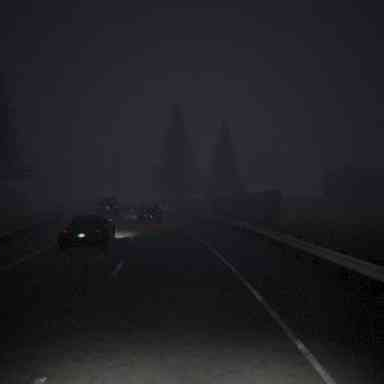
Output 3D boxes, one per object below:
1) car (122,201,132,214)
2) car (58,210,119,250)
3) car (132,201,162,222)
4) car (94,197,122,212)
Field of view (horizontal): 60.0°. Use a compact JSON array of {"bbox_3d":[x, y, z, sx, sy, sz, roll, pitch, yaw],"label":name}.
[{"bbox_3d":[-8.014,1.899,42.370,1.882,1.535,5.008,0,0,-20],"label":"car"},{"bbox_3d":[-4.659,1.717,15.147,1.994,1.385,4.181,0,-1,-8],"label":"car"},{"bbox_3d":[-3.779,1.776,28.894,2.128,1.511,4.902,0,-1,-14],"label":"car"},{"bbox_3d":[-8.479,1.552,32.976,2.150,2.045,5.566,0,-1,-16],"label":"car"}]
